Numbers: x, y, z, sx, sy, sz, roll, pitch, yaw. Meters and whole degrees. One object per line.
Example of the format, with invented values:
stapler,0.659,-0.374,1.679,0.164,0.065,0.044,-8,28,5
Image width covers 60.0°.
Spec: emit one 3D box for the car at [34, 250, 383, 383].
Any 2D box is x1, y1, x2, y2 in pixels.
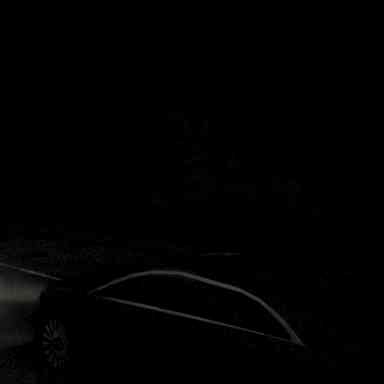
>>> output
car,0.063,1.480,3.944,4.902,1.511,2.128,0,0,35
